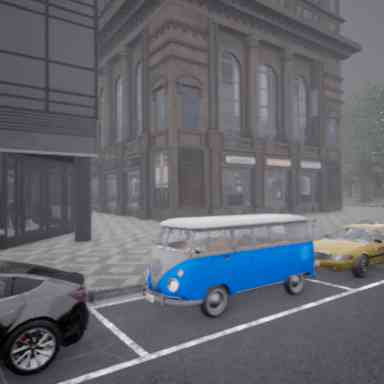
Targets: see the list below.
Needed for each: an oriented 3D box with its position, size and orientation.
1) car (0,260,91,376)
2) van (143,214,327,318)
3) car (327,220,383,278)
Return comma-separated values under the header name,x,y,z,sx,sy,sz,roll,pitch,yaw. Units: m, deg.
name,x,y,z,sx,sy,sz,roll,pitch,yaw
car,-3.494,1.644,4.153,4.313,1.339,1.947,0,-1,-35
van,0.955,1.405,7.279,3.998,1.788,1.690,0,-1,-35
car,5.269,1.576,10.303,4.829,1.417,1.752,0,-1,-35
